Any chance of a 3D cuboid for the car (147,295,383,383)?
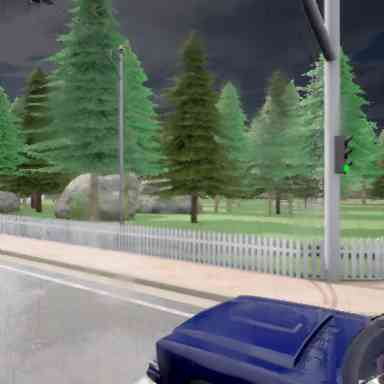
[{"bbox_3d":[1.905,1.597,2.605,4.718,1.301,1.895,0,0,36],"label":"car"}]
